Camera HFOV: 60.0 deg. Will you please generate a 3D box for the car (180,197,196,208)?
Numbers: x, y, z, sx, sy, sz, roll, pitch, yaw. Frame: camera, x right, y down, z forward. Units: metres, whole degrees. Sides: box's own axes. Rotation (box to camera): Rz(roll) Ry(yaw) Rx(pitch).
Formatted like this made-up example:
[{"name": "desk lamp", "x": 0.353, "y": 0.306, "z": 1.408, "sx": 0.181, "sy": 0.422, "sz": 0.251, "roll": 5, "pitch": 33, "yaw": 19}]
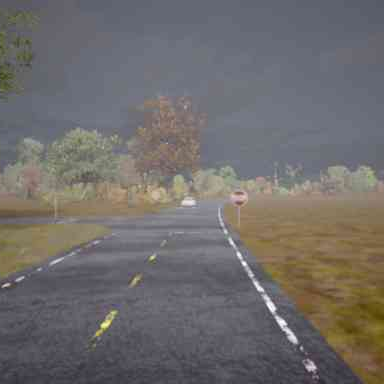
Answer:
[{"name": "car", "x": -0.504, "y": 1.515, "z": 48.458, "sx": 1.812, "sy": 1.442, "sz": 4.674, "roll": 0, "pitch": 1, "yaw": 6}]
